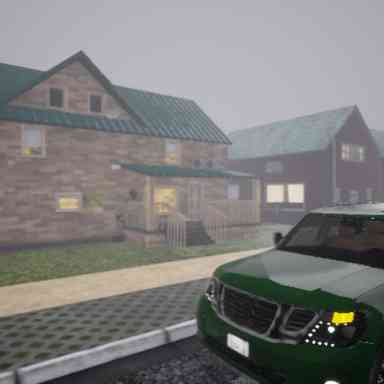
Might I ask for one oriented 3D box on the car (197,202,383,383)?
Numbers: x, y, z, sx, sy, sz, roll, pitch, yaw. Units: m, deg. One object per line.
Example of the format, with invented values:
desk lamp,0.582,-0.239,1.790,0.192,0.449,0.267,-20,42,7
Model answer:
car,2.721,1.212,5.020,5.566,2.045,2.150,0,0,-35
